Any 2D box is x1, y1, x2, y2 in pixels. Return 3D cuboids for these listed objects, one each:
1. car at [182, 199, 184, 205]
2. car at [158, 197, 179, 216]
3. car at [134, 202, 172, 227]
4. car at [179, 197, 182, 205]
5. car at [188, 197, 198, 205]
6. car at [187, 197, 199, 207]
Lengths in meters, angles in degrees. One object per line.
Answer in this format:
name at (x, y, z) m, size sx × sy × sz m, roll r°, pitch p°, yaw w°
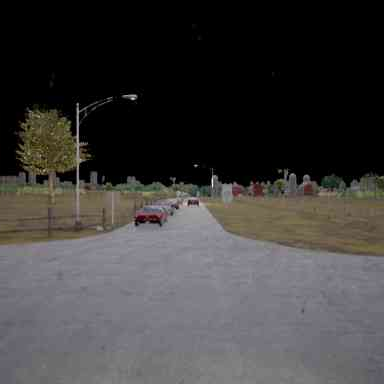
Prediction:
car at (-2.519, 1.675, 59.984) m, size 1.837 × 1.490 × 4.892 m, roll 0°, pitch 0°, yaw 0°
car at (-2.722, 1.549, 33.149) m, size 2.128 × 1.511 × 4.902 m, roll 0°, pitch 0°, yaw 0°
car at (-2.794, 1.641, 23.542) m, size 1.895 × 1.301 × 4.718 m, roll 0°, pitch 0°, yaw 2°
car at (-2.672, 1.560, 44.081) m, size 1.882 × 1.535 × 5.008 m, roll 0°, pitch 0°, yaw 0°
car at (0.254, 1.711, 65.808) m, size 1.994 × 1.385 × 4.181 m, roll 0°, pitch 0°, yaw 0°
car at (0.213, 1.592, 55.384) m, size 1.882 × 1.535 × 5.008 m, roll 0°, pitch 0°, yaw 0°
